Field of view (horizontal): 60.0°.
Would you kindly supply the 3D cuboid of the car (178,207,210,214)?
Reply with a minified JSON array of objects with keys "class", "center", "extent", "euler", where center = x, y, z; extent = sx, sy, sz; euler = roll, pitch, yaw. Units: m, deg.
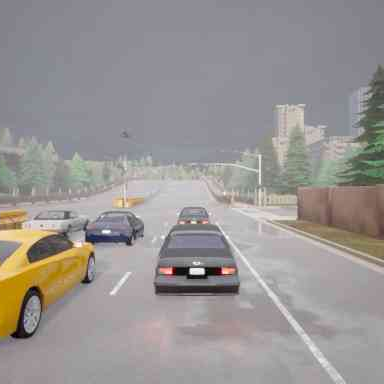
[{"class":"car","center":[0.106,1.547,18.872],"extent":[2.033,1.411,5.357],"euler":[0,0,1]}]

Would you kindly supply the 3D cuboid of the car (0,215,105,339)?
[{"class":"car","center":[-3.406,1.478,6.596],"extent":[1.882,1.535,5.008],"euler":[0,0,0]}]

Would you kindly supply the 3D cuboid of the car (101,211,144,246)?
[{"class":"car","center":[-3.419,1.564,15.353],"extent":[1.994,1.385,4.181],"euler":[0,0,0]}]

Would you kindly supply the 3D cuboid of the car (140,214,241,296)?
[{"class":"car","center":[0.092,1.547,8.806],"extent":[2.033,1.411,5.357],"euler":[0,0,0]}]

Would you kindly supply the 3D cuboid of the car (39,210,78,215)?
[{"class":"car","center":[-6.916,1.601,17.582],"extent":[1.895,1.301,4.718],"euler":[0,0,0]}]
